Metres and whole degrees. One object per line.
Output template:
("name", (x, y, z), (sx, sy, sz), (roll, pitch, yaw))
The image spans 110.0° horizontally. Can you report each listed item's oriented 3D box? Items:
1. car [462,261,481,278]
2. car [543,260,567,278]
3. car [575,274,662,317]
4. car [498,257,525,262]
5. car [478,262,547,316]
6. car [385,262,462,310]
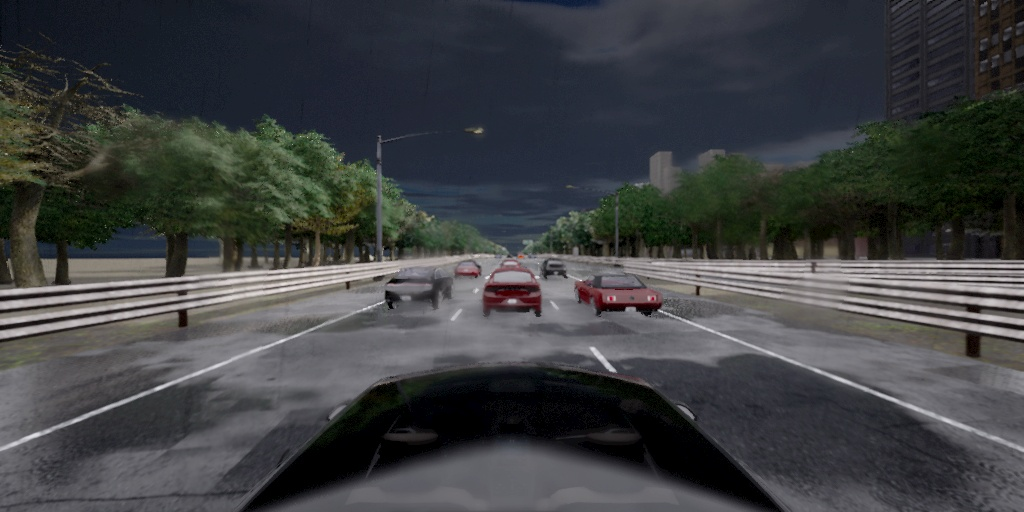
("car", (-3.621, 1.079, 30.145), (1.994, 1.385, 4.181), (0, 1, 0))
("car", (3.382, 1.023, 29.738), (1.837, 1.490, 4.892), (0, 1, 0))
("car", (3.510, 1.279, 12.843), (1.895, 1.301, 4.718), (0, 0, 0))
("car", (-0.124, 1.034, 30.621), (1.812, 1.442, 4.674), (0, 1, 0))
("car", (0.005, 1.155, 13.081), (1.882, 1.535, 5.008), (0, 1, 0))
("car", (-3.501, 1.162, 14.261), (2.128, 1.511, 4.902), (0, 0, 0))
